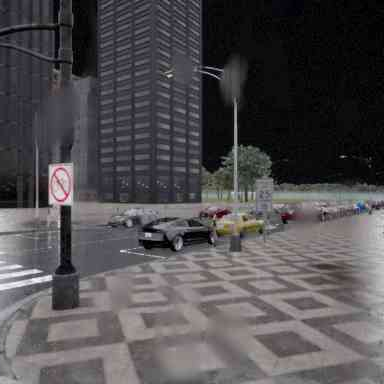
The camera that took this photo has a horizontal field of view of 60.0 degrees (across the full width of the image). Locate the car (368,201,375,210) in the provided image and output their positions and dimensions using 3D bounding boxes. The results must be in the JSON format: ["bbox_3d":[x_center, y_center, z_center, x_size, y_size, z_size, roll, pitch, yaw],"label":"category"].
[{"bbox_3d":[28.990,2.591,56.194,2.008,1.369,4.403,-1,-2,36],"label":"car"}]

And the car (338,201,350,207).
[{"bbox_3d":[38.446,3.036,84.118,2.008,1.369,4.403,-1,-1,36],"label":"car"}]

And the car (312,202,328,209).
[{"bbox_3d":[25.332,2.671,65.744,1.887,1.381,4.507,-1,-2,36],"label":"car"}]

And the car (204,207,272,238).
[{"bbox_3d":[2.859,1.823,19.582,1.752,1.417,4.829,-1,-2,36],"label":"car"}]

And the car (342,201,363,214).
[{"bbox_3d":[22.431,2.294,47.009,1.967,1.590,4.097,-1,-2,36],"label":"car"}]

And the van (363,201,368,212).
[{"bbox_3d":[25.710,2.288,51.605,1.690,1.788,3.998,-1,-2,36],"label":"van"}]

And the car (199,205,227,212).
[{"bbox_3d":[2.383,2.015,33.590,1.887,1.381,4.507,-1,-2,36],"label":"car"}]

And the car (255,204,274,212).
[{"bbox_3d":[8.939,2.208,42.776,2.008,1.369,4.403,-1,-2,36],"label":"car"}]

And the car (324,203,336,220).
[{"bbox_3d":[12.596,2.113,33.225,1.887,1.381,4.507,-1,-2,36],"label":"car"}]

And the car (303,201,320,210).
[{"bbox_3d":[22.053,2.475,61.153,1.967,1.590,4.097,-1,-2,36],"label":"car"}]

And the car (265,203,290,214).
[{"bbox_3d":[12.217,2.304,47.369,2.008,1.369,4.403,-1,-2,36],"label":"car"}]

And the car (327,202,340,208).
[{"bbox_3d":[31.889,2.889,74.931,1.802,1.307,4.206,-1,-2,36],"label":"car"}]

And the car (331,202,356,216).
[{"bbox_3d":[19.153,2.303,42.413,1.887,1.381,4.507,-1,-2,36],"label":"car"}]

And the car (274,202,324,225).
[{"bbox_3d":[9.317,1.791,28.637,2.192,1.841,5.009,-1,-2,36],"label":"car"}]

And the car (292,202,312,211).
[{"bbox_3d":[18.775,2.493,56.557,2.008,1.369,4.403,-1,-2,36],"label":"car"}]

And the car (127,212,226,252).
[{"bbox_3d":[-0.517,1.774,14.850,1.947,1.339,4.313,-1,-2,36],"label":"car"}]

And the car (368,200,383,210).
[{"bbox_3d":[35.547,2.538,65.388,2.192,1.841,5.009,-1,-2,36],"label":"car"}]

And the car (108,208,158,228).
[{"bbox_3d":[-4.173,1.840,24.402,2.008,1.369,4.403,-1,-1,36],"label":"car"}]

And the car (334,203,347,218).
[{"bbox_3d":[15.879,2.245,37.823,1.802,1.307,4.206,-1,-2,36],"label":"car"}]
